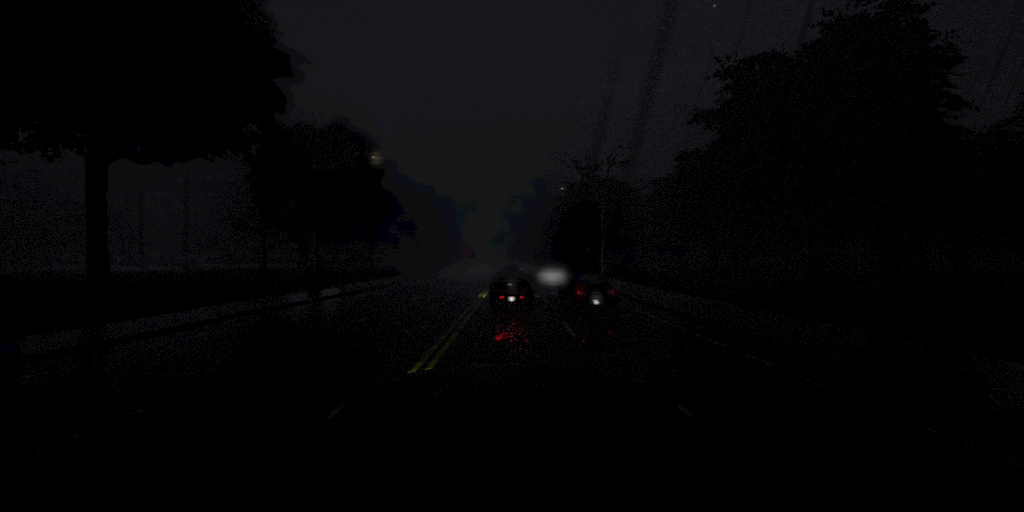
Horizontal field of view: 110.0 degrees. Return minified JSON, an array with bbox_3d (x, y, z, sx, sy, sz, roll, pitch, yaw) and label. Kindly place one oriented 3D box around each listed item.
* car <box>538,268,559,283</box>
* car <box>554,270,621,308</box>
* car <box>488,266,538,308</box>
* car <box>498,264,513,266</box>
[{"bbox_3d":[3.231,1.644,30.962,1.895,1.301,4.718,0,-1,0],"label":"car"},{"bbox_3d":[3.242,1.490,15.959,1.895,1.301,4.718,0,-1,0],"label":"car"},{"bbox_3d":[-0.006,1.399,16.148,1.837,1.490,4.892,0,0,0],"label":"car"},{"bbox_3d":[-0.017,1.553,31.151,1.837,1.490,4.892,0,0,0],"label":"car"}]
